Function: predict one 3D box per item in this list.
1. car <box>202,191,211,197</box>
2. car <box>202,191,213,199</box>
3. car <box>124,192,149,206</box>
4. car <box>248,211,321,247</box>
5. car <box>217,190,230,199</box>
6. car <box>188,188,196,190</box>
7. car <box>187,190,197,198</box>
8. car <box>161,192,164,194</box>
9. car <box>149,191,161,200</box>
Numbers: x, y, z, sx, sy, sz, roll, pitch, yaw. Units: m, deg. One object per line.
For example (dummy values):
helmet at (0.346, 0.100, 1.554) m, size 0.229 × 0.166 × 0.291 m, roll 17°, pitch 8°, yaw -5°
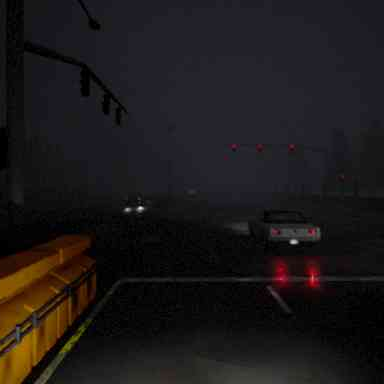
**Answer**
car at (3.494, 0.370, 81.574) m, size 1.994 × 1.385 × 4.181 m, roll 0°, pitch 1°, yaw 0°
car at (3.494, 0.584, 71.156) m, size 1.882 × 1.535 × 5.008 m, roll 0°, pitch 1°, yaw 0°
car at (-7.090, 0.831, 41.768) m, size 2.097 × 1.767 × 4.553 m, roll 0°, pitch 1°, yaw 0°
car at (3.597, 1.426, 13.938) m, size 1.895 × 1.301 × 4.718 m, roll 0°, pitch 1°, yaw 0°
car at (6.994, 0.584, 71.156) m, size 1.882 × 1.535 × 5.008 m, roll 0°, pitch 1°, yaw 0°
car at (-0.006, 0.042, 81.600) m, size 2.150 × 2.045 × 5.566 m, roll 0°, pitch 1°, yaw 0°
car at (-0.006, 0.696, 71.604) m, size 1.895 × 1.301 × 4.718 m, roll 0°, pitch 1°, yaw 0°
car at (-7.006, 0.615, 72.474) m, size 1.812 × 1.442 × 4.674 m, roll 0°, pitch 1°, yaw 0°
car at (-7.059, 0.833, 57.317) m, size 2.033 × 1.411 × 5.357 m, roll 0°, pitch 1°, yaw 1°
